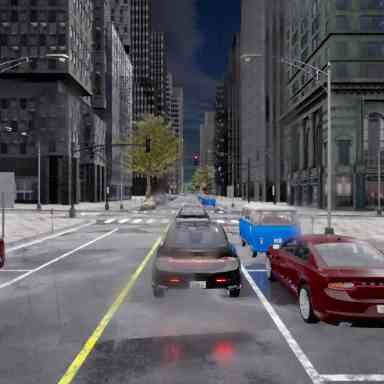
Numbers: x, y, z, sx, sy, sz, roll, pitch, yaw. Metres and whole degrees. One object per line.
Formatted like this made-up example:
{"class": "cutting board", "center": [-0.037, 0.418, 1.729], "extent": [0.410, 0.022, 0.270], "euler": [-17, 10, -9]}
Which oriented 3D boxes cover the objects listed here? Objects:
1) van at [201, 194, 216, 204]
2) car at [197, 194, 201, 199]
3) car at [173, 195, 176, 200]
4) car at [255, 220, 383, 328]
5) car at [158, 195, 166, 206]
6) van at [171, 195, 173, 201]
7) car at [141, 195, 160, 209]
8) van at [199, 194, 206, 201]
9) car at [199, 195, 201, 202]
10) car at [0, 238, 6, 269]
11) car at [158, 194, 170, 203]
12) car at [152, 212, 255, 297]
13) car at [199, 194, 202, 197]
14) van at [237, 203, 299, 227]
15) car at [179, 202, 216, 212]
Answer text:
{"class": "van", "center": [2.695, 1.365, 50.514], "extent": [1.690, 1.788, 3.998], "euler": [0, 0, 0]}
{"class": "car", "center": [2.664, 1.599, 72.167], "extent": [2.008, 1.369, 4.403], "euler": [0, 0, 0]}
{"class": "car", "center": [-5.882, 1.636, 87.417], "extent": [1.947, 1.339, 4.313], "euler": [0, 0, 0]}
{"class": "car", "center": [2.769, 1.545, 7.004], "extent": [1.887, 1.381, 4.507], "euler": [0, 0, 0]}
{"class": "car", "center": [-5.838, 1.574, 55.684], "extent": [1.887, 1.381, 4.507], "euler": [0, 0, 0]}
{"class": "van", "center": [-5.867, 1.395, 76.840], "extent": [1.690, 1.788, 3.998], "euler": [0, 0, 0]}
{"class": "car", "center": [-5.829, 1.545, 44.934], "extent": [1.752, 1.417, 4.829], "euler": [0, 0, 0]}
{"class": "van", "center": [2.650, 1.404, 82.994], "extent": [1.690, 1.788, 3.998], "euler": [0, 0, 0]}
{"class": "car", "center": [2.687, 1.595, 55.927], "extent": [1.947, 1.339, 4.313], "euler": [0, 0, 0]}
{"class": "car", "center": [-5.786, 1.545, 7.011], "extent": [1.887, 1.381, 4.507], "euler": [0, 0, 0]}
{"class": "car", "center": [-5.844, 1.349, 60.974], "extent": [2.192, 1.841, 5.009], "euler": [0, 0, 0]}
{"class": "car", "center": [0.090, 1.492, 8.542], "extent": [2.128, 1.511, 4.902], "euler": [0, 0, 0]}
{"class": "car", "center": [2.679, 1.579, 61.340], "extent": [1.887, 1.381, 4.507], "euler": [0, 0, 0]}
{"class": "van", "center": [2.763, 1.343, 12.530], "extent": [1.690, 1.788, 3.998], "euler": [0, 0, 0]}
{"class": "car", "center": [0.061, 1.495, 17.928], "extent": [2.128, 1.511, 4.902], "euler": [0, 0, 1]}
